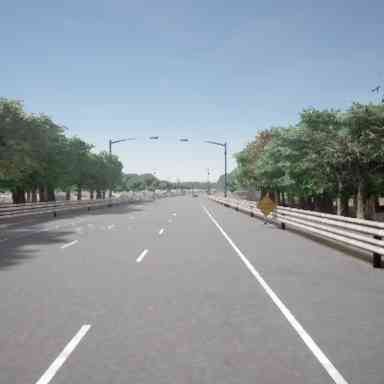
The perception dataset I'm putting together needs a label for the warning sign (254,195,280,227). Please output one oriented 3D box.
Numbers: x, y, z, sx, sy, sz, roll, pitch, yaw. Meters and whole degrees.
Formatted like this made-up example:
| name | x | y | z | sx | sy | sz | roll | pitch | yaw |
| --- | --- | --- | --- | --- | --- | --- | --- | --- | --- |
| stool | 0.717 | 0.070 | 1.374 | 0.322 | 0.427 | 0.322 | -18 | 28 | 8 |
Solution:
| name | x | y | z | sx | sy | sz | roll | pitch | yaw |
| --- | --- | --- | --- | --- | --- | --- | --- | --- | --- |
| warning sign | 4.578 | 1.128 | 20.522 | 1.300 | 1.860 | 1.060 | 2 | 2 | 0 |
